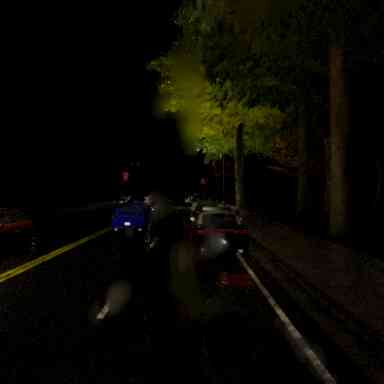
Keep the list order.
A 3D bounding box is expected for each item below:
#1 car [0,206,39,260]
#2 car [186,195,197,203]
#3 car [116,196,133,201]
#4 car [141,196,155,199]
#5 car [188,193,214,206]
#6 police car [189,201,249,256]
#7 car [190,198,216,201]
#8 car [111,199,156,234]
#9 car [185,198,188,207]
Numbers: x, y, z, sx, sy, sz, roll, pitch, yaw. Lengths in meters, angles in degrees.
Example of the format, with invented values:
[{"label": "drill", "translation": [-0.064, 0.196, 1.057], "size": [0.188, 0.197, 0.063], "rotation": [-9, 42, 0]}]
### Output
[{"label": "car", "translation": [-6.609, 1.303, 10.141], "size": [2.097, 1.767, 4.553], "rotation": [0, 0, 0]}, {"label": "car", "translation": [-0.068, 1.327, 65.190], "size": [2.033, 1.411, 5.357], "rotation": [0, 0, 0]}, {"label": "car", "translation": [-9.883, 1.309, 49.048], "size": [2.128, 1.511, 4.902], "rotation": [0, 0, 0]}, {"label": "car", "translation": [-6.633, 1.304, 50.976], "size": [2.128, 1.511, 4.902], "rotation": [0, 0, 0]}, {"label": "car", "translation": [0.946, 1.108, 28.940], "size": [2.150, 2.045, 5.566], "rotation": [0, 0, 0]}, {"label": "police car", "translation": [0.962, 1.365, 13.020], "size": [1.930, 1.638, 5.238], "rotation": [0, 0, 0]}, {"label": "car", "translation": [0.951, 1.409, 22.911], "size": [1.837, 1.490, 4.892], "rotation": [0, 0, 0]}, {"label": "car", "translation": [-3.169, 1.396, 18.775], "size": [1.882, 1.535, 5.008], "rotation": [0, 0, 0]}, {"label": "car", "translation": [-0.038, 1.389, 46.969], "size": [1.994, 1.385, 4.181], "rotation": [0, 0, 0]}]
